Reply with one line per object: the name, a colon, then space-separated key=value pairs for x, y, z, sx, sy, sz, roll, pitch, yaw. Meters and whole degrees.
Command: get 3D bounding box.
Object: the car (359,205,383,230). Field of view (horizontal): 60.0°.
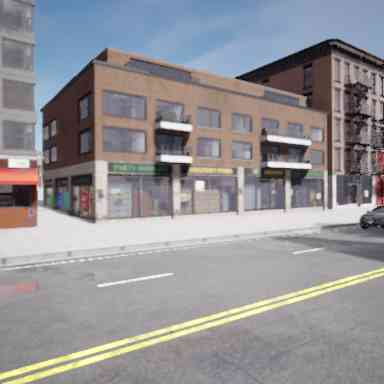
car: x=12.100 y=1.526 z=20.249 sx=4.892 sy=1.490 sz=1.837 roll=1 pitch=0 yaw=-35
